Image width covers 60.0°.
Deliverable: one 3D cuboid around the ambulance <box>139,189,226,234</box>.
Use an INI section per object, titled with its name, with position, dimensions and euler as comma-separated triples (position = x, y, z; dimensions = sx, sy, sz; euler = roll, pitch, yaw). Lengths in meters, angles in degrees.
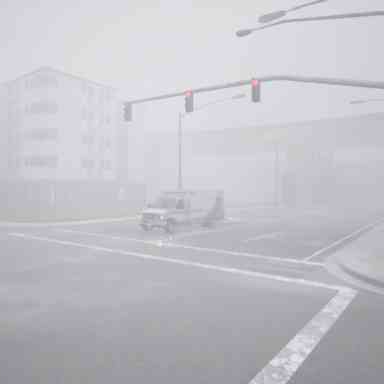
[ambulance]
position = -0.432, 1.053, 20.367
dimensions = 2.351, 2.431, 6.366
euler = 0, 0, 35
